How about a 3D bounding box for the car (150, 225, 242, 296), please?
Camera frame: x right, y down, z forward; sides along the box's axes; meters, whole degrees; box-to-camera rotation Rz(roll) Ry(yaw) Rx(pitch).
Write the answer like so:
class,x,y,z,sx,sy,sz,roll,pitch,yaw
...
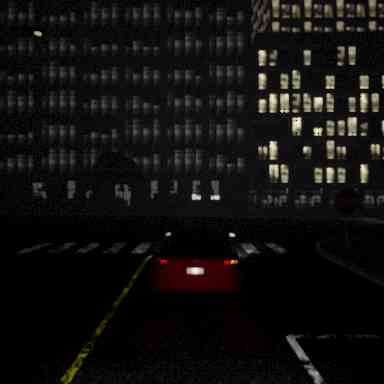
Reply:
class,x,y,z,sx,sy,sz,roll,pitch,yaw
car,0.198,1.544,8.636,1.994,1.385,4.181,0,0,4
